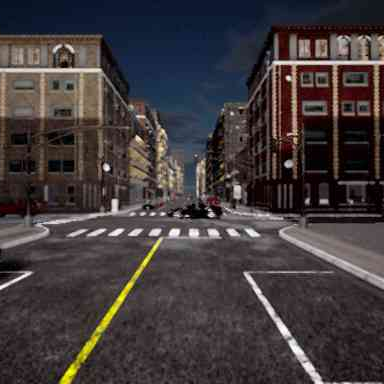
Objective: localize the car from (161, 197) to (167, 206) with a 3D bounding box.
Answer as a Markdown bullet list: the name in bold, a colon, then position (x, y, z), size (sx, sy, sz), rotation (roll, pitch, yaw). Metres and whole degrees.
- **car**: position (-5.687, 1.667, 55.988), size (1.887, 1.381, 4.507), rotation (1, 0, 0)

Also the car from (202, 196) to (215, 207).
- **car**: position (2.694, 1.563, 55.993), size (1.967, 1.590, 4.097), rotation (1, 0, 0)

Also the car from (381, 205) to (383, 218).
- **car**: position (15.749, 1.269, 22.860), size (5.009, 1.841, 2.192), rotation (0, -1, 0)

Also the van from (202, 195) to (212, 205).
- **van**: position (2.695, 1.484, 61.514), size (1.690, 1.788, 3.998), rotation (1, 0, 0)

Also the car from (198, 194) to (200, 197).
- **car**: position (2.686, 1.826, 89.130), size (1.947, 1.339, 4.313), rotation (1, 0, 0)

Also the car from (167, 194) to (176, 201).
- **car**: position (-5.692, 1.601, 94.652), size (2.192, 1.841, 5.009), rotation (1, 0, 0)

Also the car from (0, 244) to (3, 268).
- **car**: position (-5.806, 1.560, 7.012), size (2.008, 1.369, 4.403), rotation (1, 0, 0)

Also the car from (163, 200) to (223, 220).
- **car**: position (0.232, 1.665, 28.571), size (4.892, 1.490, 1.837), rotation (0, -1, 0)

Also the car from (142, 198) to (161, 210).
- **car**: position (-5.685, 1.656, 44.939), size (1.947, 1.339, 4.313), rotation (1, 0, 0)

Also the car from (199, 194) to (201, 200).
- **car**: position (2.698, 1.421, 50.469), size (2.192, 1.841, 5.009), rotation (1, 0, 0)

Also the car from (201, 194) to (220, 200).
- **car**: position (2.699, 1.406, 44.945), size (2.192, 1.841, 5.009), rotation (1, 0, 0)

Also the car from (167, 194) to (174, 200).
- **car**: position (-5.691, 1.736, 72.557), size (2.008, 1.369, 4.403), rotation (1, 0, 0)

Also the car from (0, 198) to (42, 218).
- **car**: position (-16.734, 1.469, 31.295), size (5.009, 1.841, 2.192), rotation (0, -1, 0)

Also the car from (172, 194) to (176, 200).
- **car**: position (-5.695, 1.841, 89.126), size (1.802, 1.307, 4.206), rotation (1, 0, 0)

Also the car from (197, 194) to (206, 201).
- **car**: position (2.688, 1.602, 94.656), size (2.192, 1.841, 5.009), rotation (1, 0, 0)
